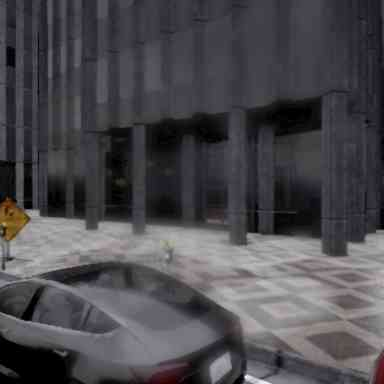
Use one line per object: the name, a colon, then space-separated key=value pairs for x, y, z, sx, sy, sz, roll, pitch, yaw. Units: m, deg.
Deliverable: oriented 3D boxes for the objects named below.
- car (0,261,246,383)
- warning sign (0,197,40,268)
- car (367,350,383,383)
car: x=-1.441 y=1.557 z=4.108 sx=4.313 sy=1.339 sz=1.947 roll=0 pitch=0 yaw=35
warning sign: x=-5.258 y=1.089 z=9.542 sx=1.060 sy=1.860 sz=1.300 roll=0 pitch=0 yaw=35
car: x=3.152 y=1.321 z=0.833 sx=5.009 sy=1.841 sz=2.192 roll=0 pitch=0 yaw=35
